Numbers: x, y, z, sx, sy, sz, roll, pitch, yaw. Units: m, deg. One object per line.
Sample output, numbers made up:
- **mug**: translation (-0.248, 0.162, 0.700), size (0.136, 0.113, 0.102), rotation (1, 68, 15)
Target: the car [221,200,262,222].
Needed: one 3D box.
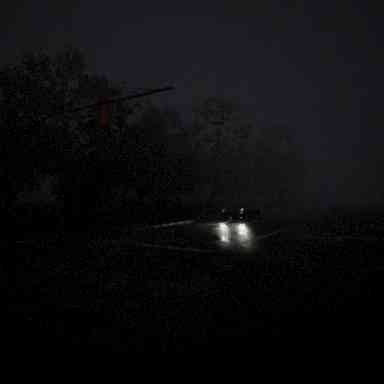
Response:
- **car**: translation (4.208, 1.482, 27.925), size (2.097, 1.767, 4.553), rotation (-1, 0, 32)
